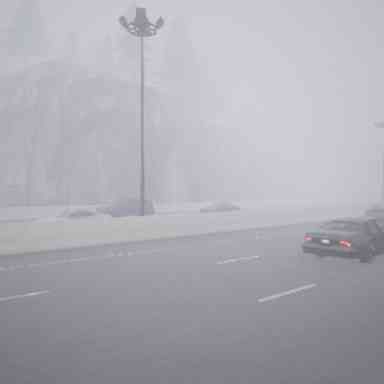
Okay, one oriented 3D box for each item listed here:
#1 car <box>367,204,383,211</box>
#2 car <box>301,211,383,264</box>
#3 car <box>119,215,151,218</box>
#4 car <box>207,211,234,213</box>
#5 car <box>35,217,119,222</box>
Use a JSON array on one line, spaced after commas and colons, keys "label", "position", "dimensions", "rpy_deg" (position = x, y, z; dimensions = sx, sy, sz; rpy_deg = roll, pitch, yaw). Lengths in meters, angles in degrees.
[{"label": "car", "position": [14.420, 1.632, 24.621], "dimensions": [4.902, 1.511, 2.128], "rpy_deg": [0, -1, -44]}, {"label": "car", "position": [6.127, 1.627, 12.238], "dimensions": [5.357, 1.411, 2.033], "rpy_deg": [0, -1, -41]}, {"label": "car", "position": [-5.963, 1.562, 30.376], "dimensions": [5.566, 2.045, 2.150], "rpy_deg": [0, -1, -40]}, {"label": "car", "position": [2.900, 1.786, 33.460], "dimensions": [5.008, 1.535, 1.882], "rpy_deg": [0, -1, -43]}, {"label": "car", "position": [-7.221, 1.780, 20.483], "dimensions": [4.674, 1.442, 1.812], "rpy_deg": [0, -1, -37]}]
